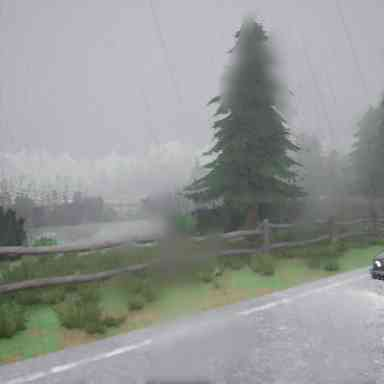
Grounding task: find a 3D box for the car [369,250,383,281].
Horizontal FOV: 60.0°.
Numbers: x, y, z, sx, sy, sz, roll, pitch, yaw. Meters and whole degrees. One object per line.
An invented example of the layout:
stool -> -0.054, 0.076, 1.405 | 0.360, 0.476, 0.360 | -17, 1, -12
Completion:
car -> 6.739, 1.557, 8.688 | 5.357, 1.411, 2.033 | 0, 0, -37
